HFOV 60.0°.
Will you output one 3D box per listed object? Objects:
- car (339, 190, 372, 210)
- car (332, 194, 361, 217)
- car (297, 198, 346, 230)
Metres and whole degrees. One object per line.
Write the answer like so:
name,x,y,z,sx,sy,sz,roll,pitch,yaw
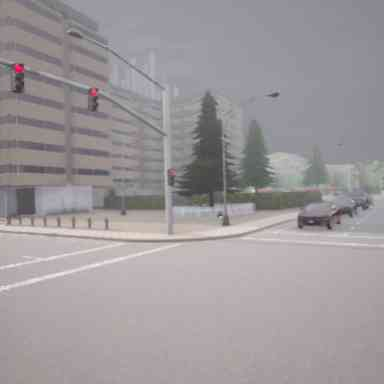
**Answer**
car,18.374,0.907,37.142,2.150,2.045,5.566,-2,0,32
car,13.077,1.264,28.782,1.882,1.535,5.008,-2,0,32
car,7.977,1.361,20.678,1.882,1.535,5.008,-2,0,32
